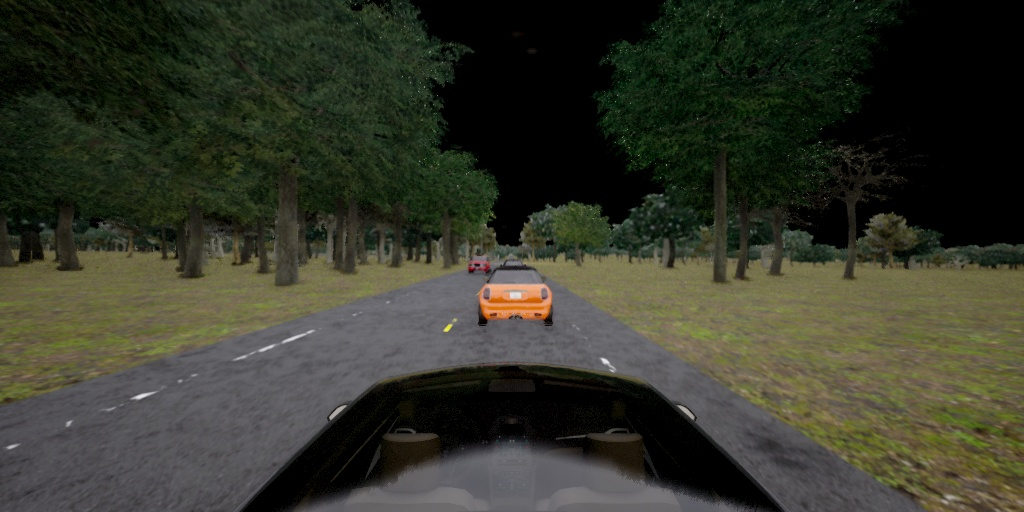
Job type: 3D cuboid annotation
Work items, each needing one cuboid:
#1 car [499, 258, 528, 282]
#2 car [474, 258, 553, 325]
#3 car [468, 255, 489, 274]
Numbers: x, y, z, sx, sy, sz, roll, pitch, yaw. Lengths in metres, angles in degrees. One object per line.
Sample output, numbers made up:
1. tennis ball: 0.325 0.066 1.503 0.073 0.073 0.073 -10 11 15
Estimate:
1. car: 0.099 1.045 28.720 2.097 1.767 4.553 0 0 0
2. car: 0.099 1.074 11.776 2.097 1.767 4.553 0 0 0
3. car: -3.563 0.921 39.757 2.150 2.045 5.566 0 0 0
